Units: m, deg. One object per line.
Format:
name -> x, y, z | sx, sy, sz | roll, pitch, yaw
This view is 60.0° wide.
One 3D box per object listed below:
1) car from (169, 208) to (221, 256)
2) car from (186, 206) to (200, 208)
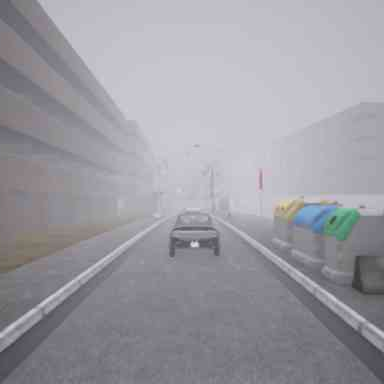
car -> 0.095, 1.595, 13.581 | 2.128, 1.511, 4.902 | 0, -1, 0
car -> 0.093, 2.023, 30.314 | 1.812, 1.442, 4.674 | 0, -2, 0
